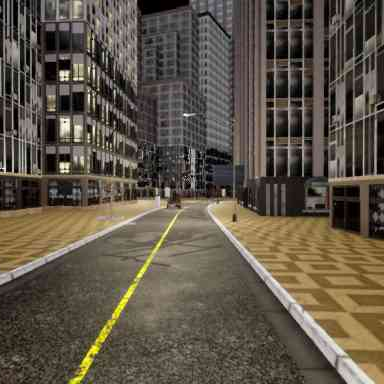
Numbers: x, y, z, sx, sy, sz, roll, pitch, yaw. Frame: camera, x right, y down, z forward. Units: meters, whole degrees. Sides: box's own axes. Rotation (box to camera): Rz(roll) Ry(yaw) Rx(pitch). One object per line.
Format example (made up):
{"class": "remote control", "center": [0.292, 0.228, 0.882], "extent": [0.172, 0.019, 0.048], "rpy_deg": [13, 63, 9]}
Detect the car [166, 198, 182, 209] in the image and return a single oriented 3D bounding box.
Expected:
{"class": "car", "center": [-2.451, 1.597, 46.244], "extent": [1.812, 1.442, 4.674], "rpy_deg": [0, 0, 3]}
